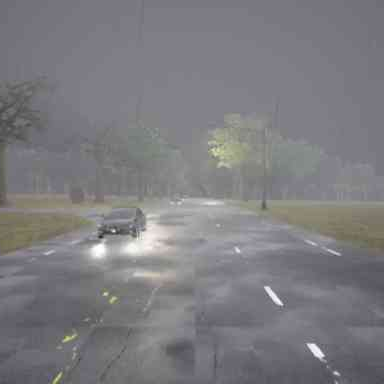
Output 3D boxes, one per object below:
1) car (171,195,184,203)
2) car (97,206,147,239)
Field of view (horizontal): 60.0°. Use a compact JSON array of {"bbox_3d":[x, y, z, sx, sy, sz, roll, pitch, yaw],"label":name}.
[{"bbox_3d":[-3.535,1.413,73.500,2.097,1.767,4.553,0,0,0],"label":"car"},{"bbox_3d":[-3.493,1.503,17.274,1.837,1.490,4.892,0,0,0],"label":"car"}]
